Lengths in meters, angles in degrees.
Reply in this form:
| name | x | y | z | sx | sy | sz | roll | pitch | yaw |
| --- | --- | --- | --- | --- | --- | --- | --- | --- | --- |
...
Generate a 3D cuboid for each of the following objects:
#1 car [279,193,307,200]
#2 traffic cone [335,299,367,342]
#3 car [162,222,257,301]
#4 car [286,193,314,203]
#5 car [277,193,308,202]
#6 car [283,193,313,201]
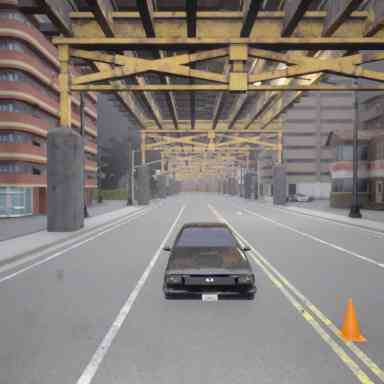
| name | x | y | z | sx | sy | sz | roll | pitch | yaw |
| --- | --- | --- | --- | --- | --- | --- | --- | --- | --- |
| car | 17.854 | 0.800 | 58.997 | 4.536 | 1.218 | 1.853 | 0 | 1 | 25 |
| traffic cone | 2.453 | 1.949 | 5.141 | 0.340 | 0.580 | 0.340 | 0 | 0 | 0 |
| car | 0.361 | 1.533 | 8.748 | 2.033 | 1.411 | 5.357 | 0 | 0 | 1 |
| car | 17.459 | 1.005 | 54.864 | 4.974 | 1.542 | 2.038 | 0 | 1 | -20 |
| car | 17.807 | 0.958 | 59.020 | 4.974 | 1.542 | 2.038 | 0 | 1 | 25 |
| car | 17.508 | 0.847 | 54.880 | 4.536 | 1.218 | 1.853 | 0 | 1 | -20 |
